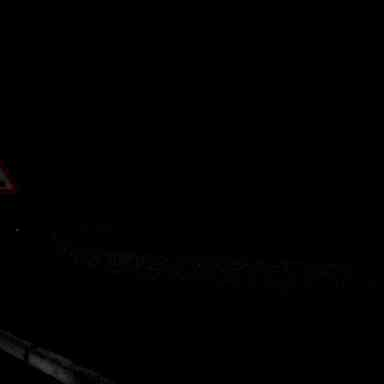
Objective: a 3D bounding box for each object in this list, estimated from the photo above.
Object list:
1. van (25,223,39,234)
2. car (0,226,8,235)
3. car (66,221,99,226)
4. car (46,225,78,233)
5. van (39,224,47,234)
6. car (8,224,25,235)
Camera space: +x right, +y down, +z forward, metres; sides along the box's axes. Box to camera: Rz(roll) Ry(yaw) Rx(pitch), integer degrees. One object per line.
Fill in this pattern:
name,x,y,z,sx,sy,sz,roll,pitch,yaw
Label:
van,-30.902,6.740,60.444,4.442,1.987,1.878,-2,-7,6
car,-33.671,6.407,55.021,4.674,1.452,2.002,-2,-7,6
car,-24.417,8.217,73.955,5.566,2.045,2.435,-2,-7,6
car,-24.237,7.260,62.295,1.895,1.301,4.718,-3,-7,26
van,-29.576,7.040,63.150,4.442,1.987,1.878,-2,-7,6
car,-32.527,6.670,57.743,5.366,1.575,1.946,-2,-7,6
